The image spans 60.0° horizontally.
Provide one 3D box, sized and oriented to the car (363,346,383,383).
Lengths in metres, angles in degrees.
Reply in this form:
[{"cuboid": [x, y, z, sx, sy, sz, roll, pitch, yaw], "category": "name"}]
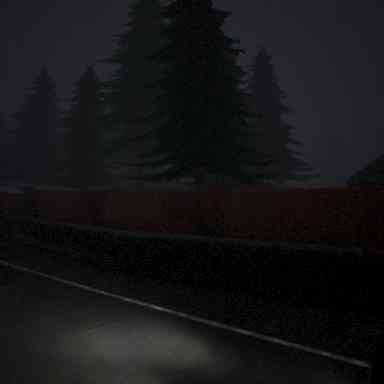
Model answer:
[{"cuboid": [3.538, 1.487, 1.549, 4.902, 1.511, 2.128, -1, 0, 35], "category": "car"}]
